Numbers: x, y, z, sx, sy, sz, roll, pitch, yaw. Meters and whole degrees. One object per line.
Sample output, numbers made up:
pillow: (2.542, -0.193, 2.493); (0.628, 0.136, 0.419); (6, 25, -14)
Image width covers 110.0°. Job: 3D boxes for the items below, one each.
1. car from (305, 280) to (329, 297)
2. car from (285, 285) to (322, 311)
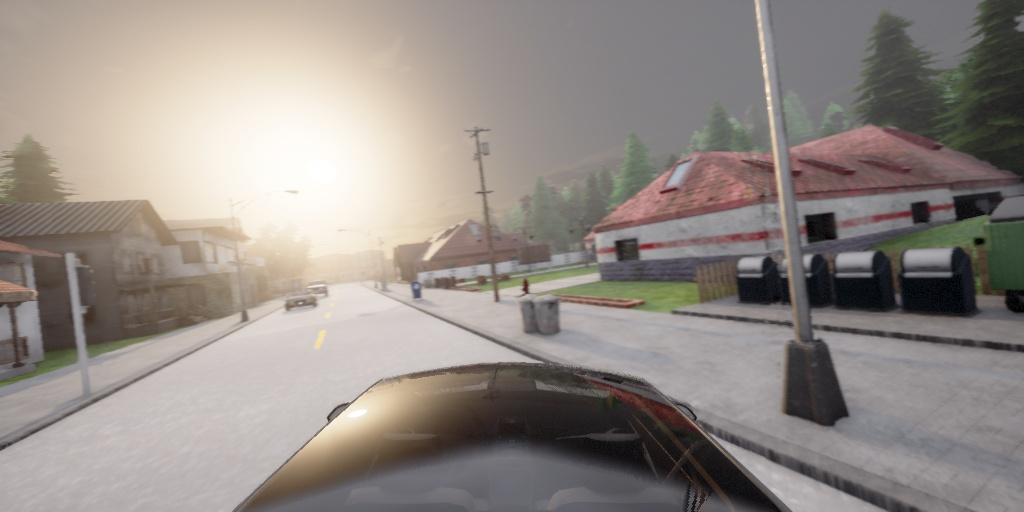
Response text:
car: (-23.481, 3.917, 43.364); (2.150, 2.045, 5.566); (-7, 0, -25)
car: (-16.242, 3.366, 27.833); (1.994, 1.385, 4.181); (-7, 0, -25)
